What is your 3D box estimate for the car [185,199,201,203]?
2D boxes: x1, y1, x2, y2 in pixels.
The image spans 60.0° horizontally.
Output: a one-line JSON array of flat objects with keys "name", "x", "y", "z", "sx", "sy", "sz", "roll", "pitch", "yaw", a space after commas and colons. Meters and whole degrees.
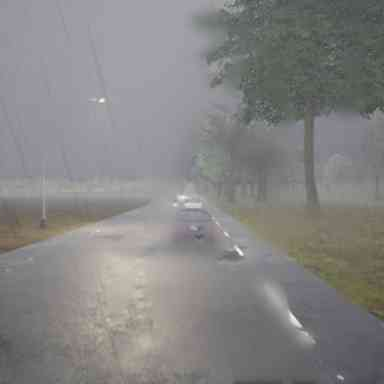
[{"name": "car", "x": 0.110, "y": 1.408, "z": 37.055, "sx": 1.895, "sy": 1.301, "sz": 4.718, "roll": 0, "pitch": 0, "yaw": 0}]

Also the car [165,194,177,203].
[{"name": "car", "x": -3.479, "y": 1.142, "z": 56.867, "sx": 1.837, "sy": 1.490, "sz": 4.892, "roll": 0, "pitch": 0, "yaw": 0}]

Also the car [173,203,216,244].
[{"name": "car", "x": 0.095, "y": 1.482, "z": 15.505, "sx": 2.033, "sy": 1.411, "sz": 5.357, "roll": 0, "pitch": 0, "yaw": 0}]
